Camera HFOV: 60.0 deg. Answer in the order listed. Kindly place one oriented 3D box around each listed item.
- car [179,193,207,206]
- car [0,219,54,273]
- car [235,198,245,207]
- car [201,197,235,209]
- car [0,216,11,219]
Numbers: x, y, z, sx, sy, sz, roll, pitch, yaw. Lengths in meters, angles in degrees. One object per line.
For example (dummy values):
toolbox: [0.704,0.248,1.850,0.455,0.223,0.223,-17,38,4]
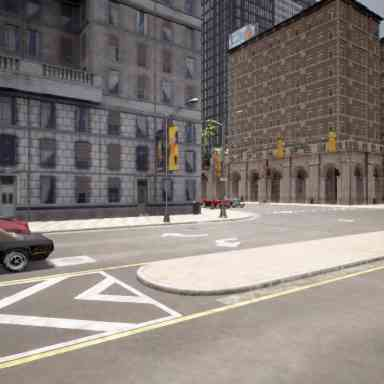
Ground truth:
car: [0.072,1.221,57.150,2.150,2.045,5.566,0,0,-34]
car: [-6.499,1.601,9.208,4.718,1.301,1.895,0,0,-35]
car: [5.710,1.491,49.049,2.128,1.511,4.902,0,0,-35]
car: [3.280,1.478,46.419,1.882,1.535,5.008,0,0,-35]
car: [-8.443,1.526,12.113,4.674,1.442,1.812,0,0,-35]
